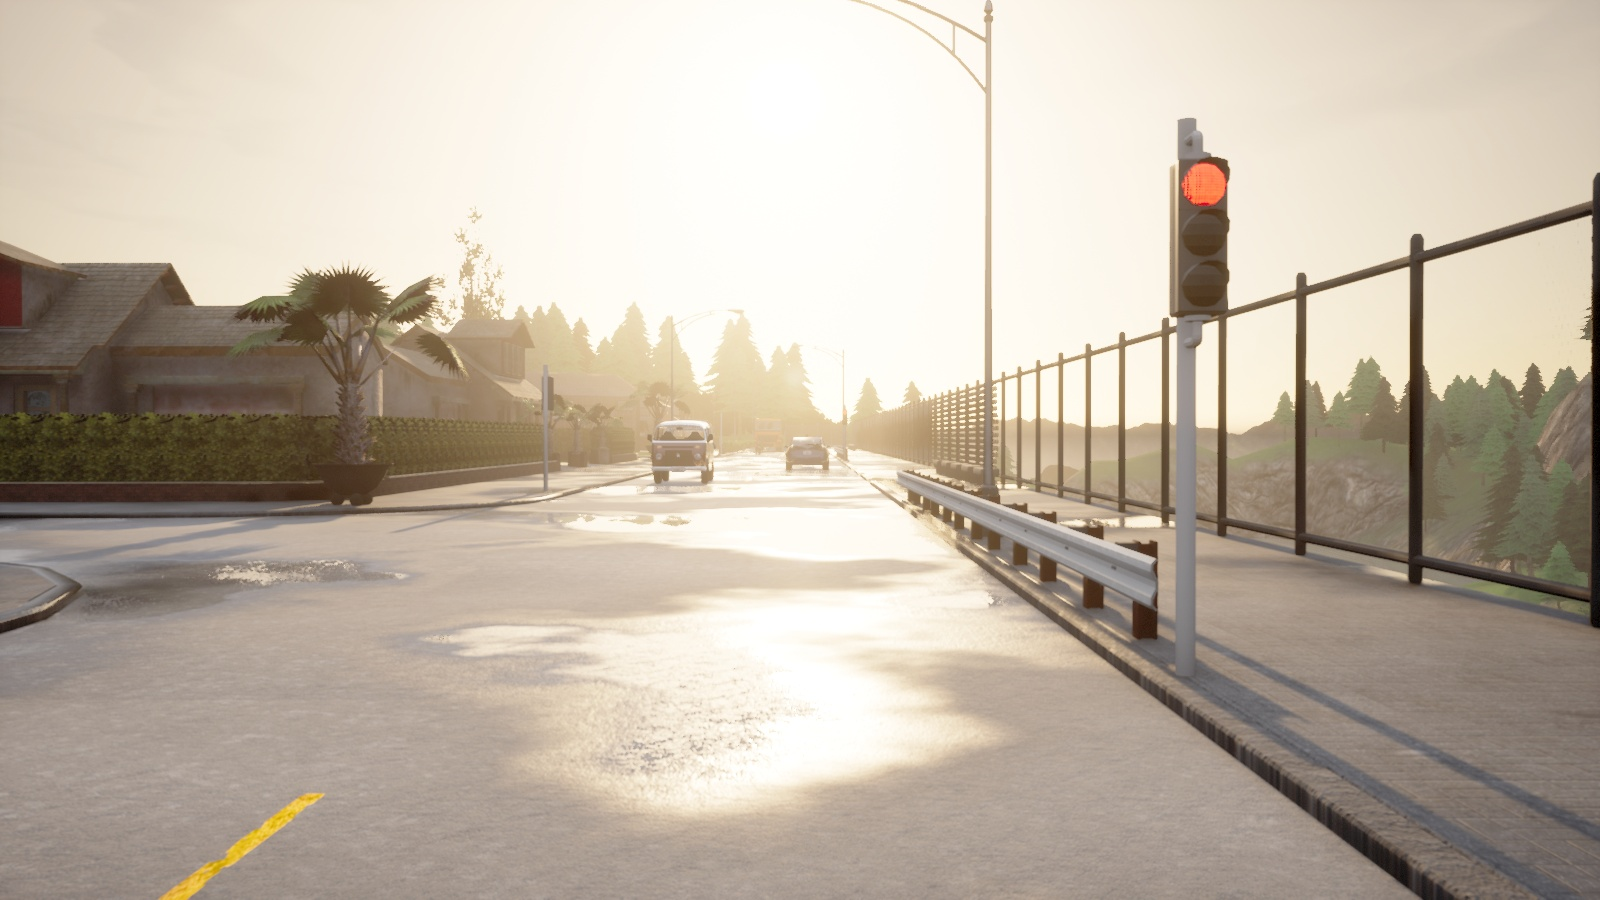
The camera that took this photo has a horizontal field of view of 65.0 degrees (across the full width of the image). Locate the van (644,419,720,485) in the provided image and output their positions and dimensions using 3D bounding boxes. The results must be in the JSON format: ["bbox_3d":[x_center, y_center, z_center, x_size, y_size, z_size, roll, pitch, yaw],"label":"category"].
[{"bbox_3d":[-3.781,0.035,40.990,2.069,2.038,4.480,0,1,0],"label":"van"}]

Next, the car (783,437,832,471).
[{"bbox_3d":[0.335,0.145,57.145,2.163,1.488,4.792,0,1,0],"label":"car"}]
